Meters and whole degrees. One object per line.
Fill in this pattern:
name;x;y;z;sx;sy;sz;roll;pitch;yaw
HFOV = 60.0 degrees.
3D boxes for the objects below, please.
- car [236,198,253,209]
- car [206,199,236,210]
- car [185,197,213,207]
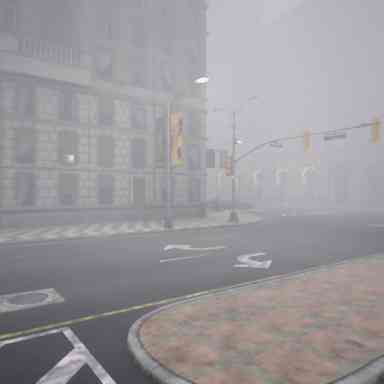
car;6.185;1.564;44.784;1.994;1.385;4.181;0;0;-36
car;3.243;1.564;42.879;1.994;1.385;4.181;0;0;-36
car;1.095;1.505;51.943;1.837;1.490;4.892;0;0;-35
